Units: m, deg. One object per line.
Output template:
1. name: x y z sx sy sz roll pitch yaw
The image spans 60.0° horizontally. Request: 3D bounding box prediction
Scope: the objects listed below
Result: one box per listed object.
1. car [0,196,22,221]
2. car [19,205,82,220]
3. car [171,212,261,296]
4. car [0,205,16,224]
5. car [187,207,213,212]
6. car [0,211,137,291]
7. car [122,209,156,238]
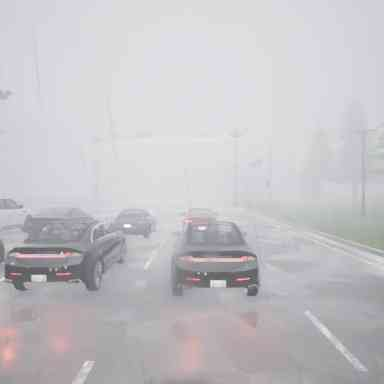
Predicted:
1. car: -10.050 1.223 16.628 2.150 2.045 5.566 0 0 0
2. car: -6.554 1.478 17.132 1.882 1.535 5.008 0 0 0
3. car: 0.481 1.492 8.612 2.128 1.511 4.902 0 0 0
4. car: -6.533 1.352 7.959 2.097 1.767 4.553 0 0 0
5. car: 0.434 1.526 17.693 1.812 1.442 4.674 0 0 0
6. car: -3.033 1.492 9.006 2.128 1.511 4.902 0 0 0
7. car: -3.057 1.564 17.704 1.994 1.385 4.181 0 0 0
